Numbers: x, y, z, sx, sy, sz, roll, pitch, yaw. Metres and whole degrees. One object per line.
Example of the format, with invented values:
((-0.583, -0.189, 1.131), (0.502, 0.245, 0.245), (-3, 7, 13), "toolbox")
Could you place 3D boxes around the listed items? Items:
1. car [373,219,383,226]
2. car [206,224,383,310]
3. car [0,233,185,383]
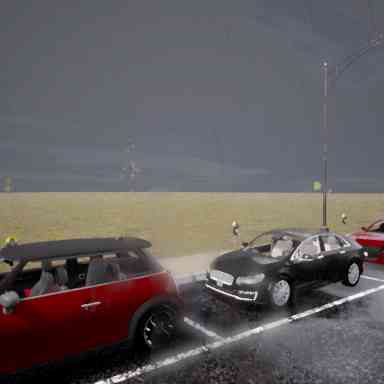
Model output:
((6.821, 1.547, 10.969), (4.507, 1.381, 1.887), (0, 1, -36), "car")
((2.317, 1.552, 7.749), (4.403, 1.369, 2.008), (0, 1, -36), "car")
((-2.186, 1.440, 4.528), (4.097, 1.590, 1.967), (0, 1, -36), "car")
